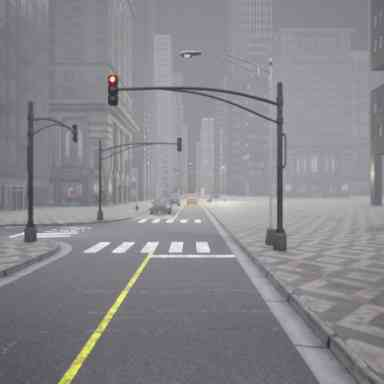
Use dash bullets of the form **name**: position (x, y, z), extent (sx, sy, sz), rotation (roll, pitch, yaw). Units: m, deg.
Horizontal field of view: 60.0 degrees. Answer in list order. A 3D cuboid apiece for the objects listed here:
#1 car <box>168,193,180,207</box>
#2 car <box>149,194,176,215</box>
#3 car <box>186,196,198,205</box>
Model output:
- **car**: position (-3.071, 1.226, 52.975), extent (2.150, 2.045, 5.566), rotation (0, 0, 0)
- **car**: position (-3.095, 1.350, 33.998), extent (2.097, 1.767, 4.553), rotation (0, 0, 0)
- **car**: position (0.007, 1.485, 57.641), extent (1.882, 1.535, 5.008), rotation (0, 0, 0)
